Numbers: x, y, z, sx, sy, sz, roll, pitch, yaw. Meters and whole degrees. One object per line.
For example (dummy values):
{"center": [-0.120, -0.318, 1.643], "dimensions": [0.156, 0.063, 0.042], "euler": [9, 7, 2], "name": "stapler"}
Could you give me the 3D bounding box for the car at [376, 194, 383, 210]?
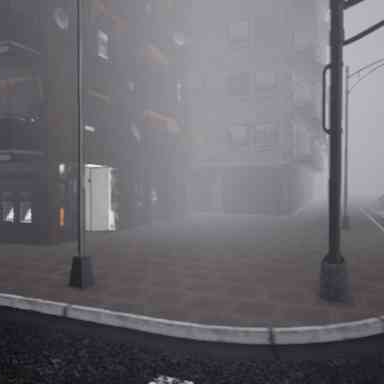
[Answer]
{"center": [18.329, 0.902, 30.874], "dimensions": [2.033, 1.411, 5.357], "euler": [1, 1, 24], "name": "car"}
